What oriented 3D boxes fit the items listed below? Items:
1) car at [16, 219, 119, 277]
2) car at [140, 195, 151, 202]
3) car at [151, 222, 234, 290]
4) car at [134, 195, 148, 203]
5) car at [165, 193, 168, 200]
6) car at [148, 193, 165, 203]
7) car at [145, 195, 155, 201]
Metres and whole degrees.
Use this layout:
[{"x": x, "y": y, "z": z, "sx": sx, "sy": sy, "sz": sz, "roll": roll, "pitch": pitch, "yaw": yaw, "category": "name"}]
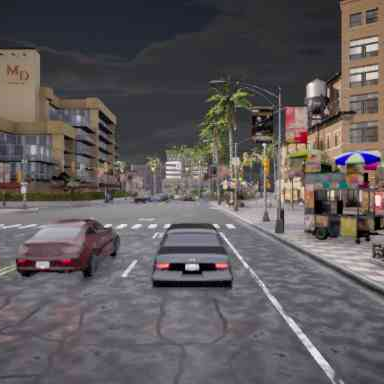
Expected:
[{"x": -3.511, "y": 1.529, "z": 10.096, "sx": 1.812, "sy": 1.442, "sz": 4.674, "roll": 0, "pitch": 0, "yaw": 0, "category": "car"}, {"x": -11.239, "y": 1.505, "z": 80.421, "sx": 1.882, "sy": 1.535, "sz": 5.008, "roll": 0, "pitch": 0, "yaw": -1, "category": "car"}, {"x": -0.004, "y": 1.551, "z": 9.176, "sx": 2.033, "sy": 1.411, "sz": 5.357, "roll": 0, "pitch": 0, "yaw": 0, "category": "car"}, {"x": -11.154, "y": 1.619, "z": 71.277, "sx": 1.895, "sy": 1.301, "sz": 4.718, "roll": 0, "pitch": 0, "yaw": -1, "category": "car"}, {"x": -7.741, "y": 1.252, "z": 80.664, "sx": 2.150, "sy": 2.045, "sz": 5.566, "roll": 0, "pitch": 0, "yaw": -1, "category": "car"}, {"x": -7.654, "y": 1.379, "z": 71.325, "sx": 2.097, "sy": 1.767, "sz": 4.553, "roll": 0, "pitch": 0, "yaw": -1, "category": "car"}, {"x": -11.335, "y": 1.570, "z": 90.718, "sx": 2.033, "sy": 1.411, "sz": 5.357, "roll": 0, "pitch": 0, "yaw": -1, "category": "car"}]
